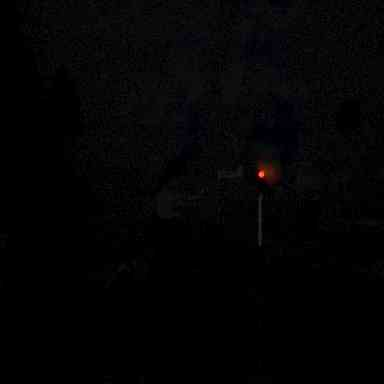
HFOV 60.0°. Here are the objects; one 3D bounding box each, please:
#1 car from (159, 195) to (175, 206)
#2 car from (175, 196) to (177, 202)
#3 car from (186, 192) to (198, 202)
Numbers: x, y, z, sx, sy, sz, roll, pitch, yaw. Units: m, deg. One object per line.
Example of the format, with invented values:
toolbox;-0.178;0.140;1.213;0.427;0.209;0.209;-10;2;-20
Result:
car;-4.071;1.400;52.597;1.812;1.442;4.674;0;0;0
car;-4.005;1.363;67.990;1.812;1.442;4.674;0;0;0
car;-0.001;1.088;68.152;2.150;2.045;5.566;0;0;0
